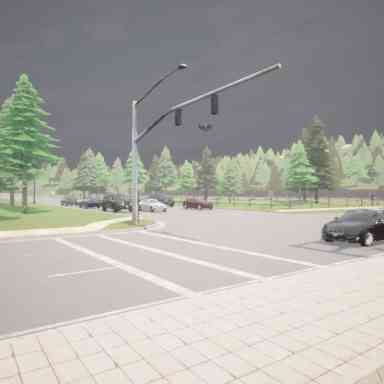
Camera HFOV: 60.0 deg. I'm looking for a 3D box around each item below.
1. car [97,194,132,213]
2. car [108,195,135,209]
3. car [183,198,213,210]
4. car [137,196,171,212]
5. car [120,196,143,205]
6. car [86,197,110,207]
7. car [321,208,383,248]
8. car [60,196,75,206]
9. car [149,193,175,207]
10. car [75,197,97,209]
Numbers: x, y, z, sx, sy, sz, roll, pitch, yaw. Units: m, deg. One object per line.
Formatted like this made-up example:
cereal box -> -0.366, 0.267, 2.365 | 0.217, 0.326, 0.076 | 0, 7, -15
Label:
car -> -8.522, 1.221, 37.813 | 2.150, 2.045, 5.566 | 0, 0, -36
car -> -9.707, 1.352, 45.570 | 2.097, 1.767, 4.553 | 0, 0, -35
car -> 0.734, 1.478, 42.888 | 1.882, 1.535, 5.008 | 0, 0, -35
car -> -4.653, 1.526, 38.412 | 1.812, 1.442, 4.674 | 0, 0, -35
car -> -10.965, 1.547, 59.583 | 2.033, 1.411, 5.357 | 0, 0, -35
car -> -15.163, 1.547, 53.341 | 2.033, 1.411, 5.357 | 0, 0, -35
car -> 7.825, 1.505, 14.959 | 4.892, 1.490, 1.837 | 0, 0, -35
car -> -20.070, 1.505, 54.254 | 1.837, 1.490, 4.892 | 0, 0, -35
car -> -4.842, 1.221, 50.820 | 2.150, 2.045, 5.566 | 0, 0, -35
car -> -14.148, 1.601, 45.801 | 1.895, 1.301, 4.718 | 0, 0, -35
